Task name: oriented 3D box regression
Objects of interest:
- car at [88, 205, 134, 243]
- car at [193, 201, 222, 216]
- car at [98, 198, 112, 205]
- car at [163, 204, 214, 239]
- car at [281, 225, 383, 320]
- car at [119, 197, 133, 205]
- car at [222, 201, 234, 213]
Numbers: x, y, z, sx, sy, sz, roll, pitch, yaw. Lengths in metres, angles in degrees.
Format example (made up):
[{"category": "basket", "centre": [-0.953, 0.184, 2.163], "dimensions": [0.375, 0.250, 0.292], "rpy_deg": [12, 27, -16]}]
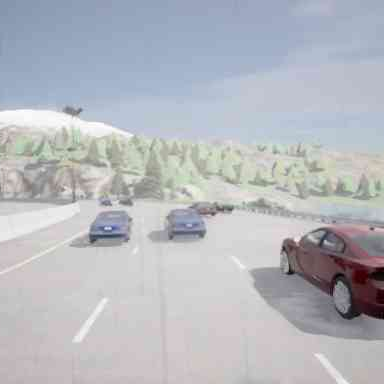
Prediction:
[{"category": "car", "centre": [-3.978, 1.636, 16.843], "dimensions": [2.033, 1.411, 5.357], "rpy_deg": [-1, 0, -8]}, {"category": "car", "centre": [0.859, 1.620, 31.958], "dimensions": [2.033, 1.411, 5.357], "rpy_deg": [-1, 0, -13]}, {"category": "car", "centre": [-16.079, 1.865, 61.491], "dimensions": [1.812, 1.442, 4.674], "rpy_deg": [0, 0, -24]}, {"category": "car", "centre": [-0.491, 1.599, 17.835], "dimensions": [2.033, 1.411, 5.357], "rpy_deg": [-1, 0, -8]}, {"category": "car", "centre": [3.514, 1.458, 7.403], "dimensions": [1.882, 1.535, 5.008], "rpy_deg": [0, 0, -3]}, {"category": "car", "centre": [-12.438, 1.803, 62.246], "dimensions": [1.837, 1.490, 4.892], "rpy_deg": [1, -1, -25]}, {"category": "car", "centre": [3.074, 1.664, 37.798], "dimensions": [1.895, 1.301, 4.718], "rpy_deg": [-1, 0, -14]}]
